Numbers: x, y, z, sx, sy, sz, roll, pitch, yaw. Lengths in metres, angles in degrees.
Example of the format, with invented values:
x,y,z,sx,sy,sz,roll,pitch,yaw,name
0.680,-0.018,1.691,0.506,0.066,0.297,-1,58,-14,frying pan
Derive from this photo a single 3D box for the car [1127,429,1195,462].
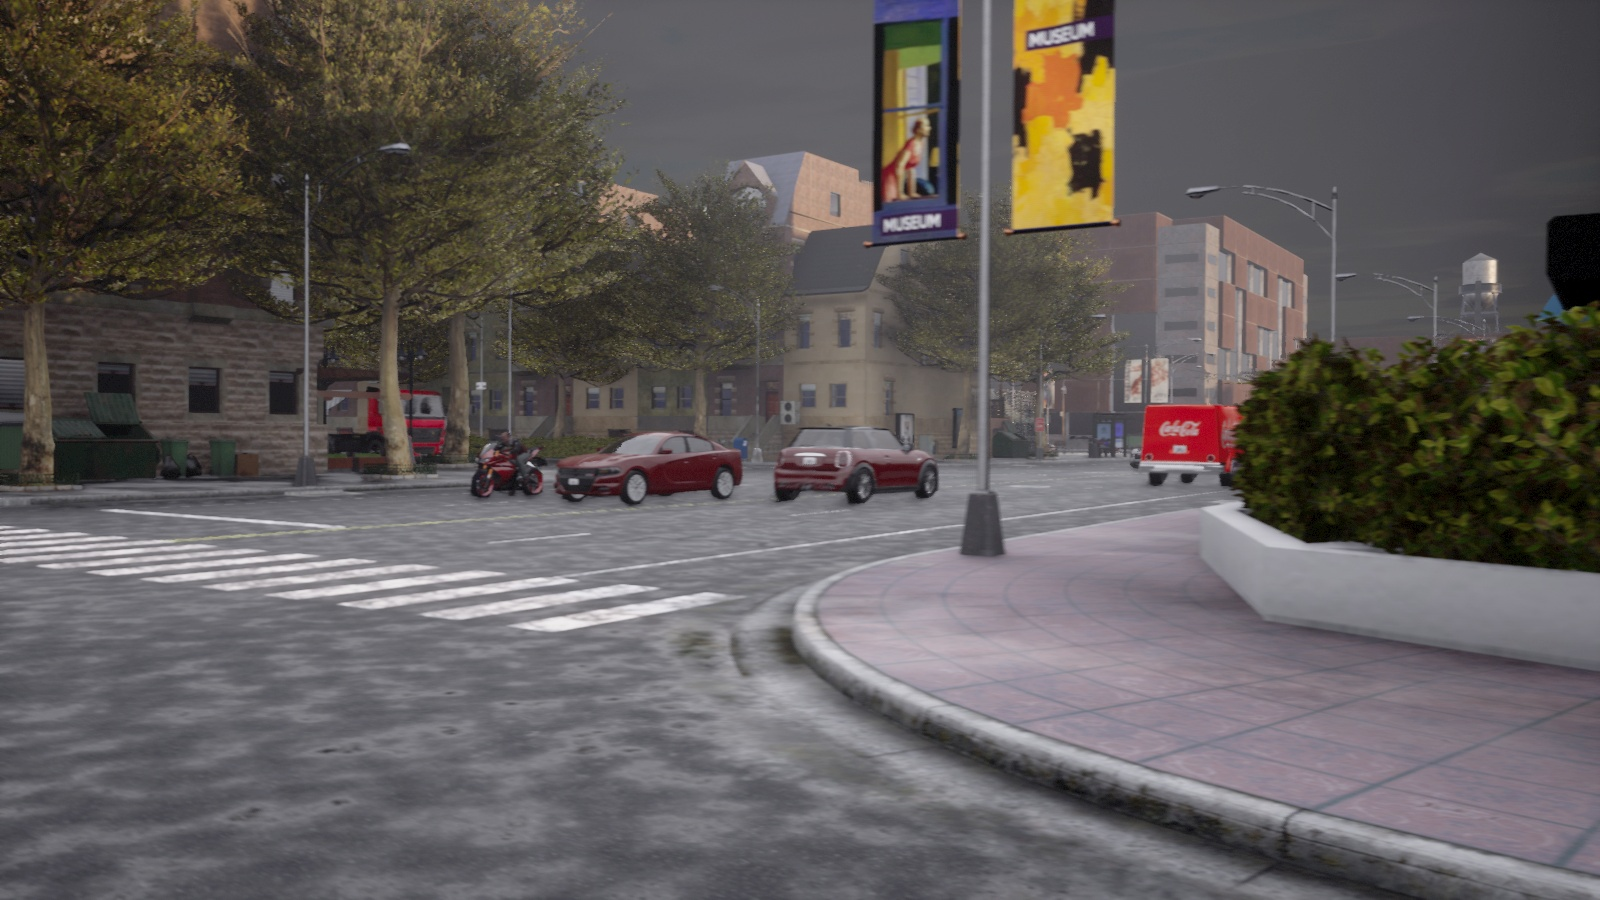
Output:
x,y,z,sx,sy,sz,roll,pitch,yaw,name
16.777,-0.220,58.248,1.970,1.475,3.806,0,1,34,car

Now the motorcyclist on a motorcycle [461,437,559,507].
x,y,z,sx,sy,sz,roll,pitch,yaw,name
-6.601,0.472,28.712,0.866,1.530,2.191,0,1,33,motorcyclist on a motorcycle

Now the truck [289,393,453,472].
x,y,z,sx,sy,sz,roll,pitch,yaw,name
-19.889,-0.776,58.081,7.936,3.462,2.891,0,1,33,truck

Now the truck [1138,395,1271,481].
x,y,z,sx,sy,sz,roll,pitch,yaw,name
12.708,-0.387,39.188,2.627,2.467,5.204,0,1,33,truck

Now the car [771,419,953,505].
x,y,z,sx,sy,sz,roll,pitch,yaw,name
1.495,0.214,28.330,2.097,1.767,4.553,0,1,33,car

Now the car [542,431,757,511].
x,y,z,sx,sy,sz,roll,pitch,yaw,name
-3.164,0.393,27.582,1.882,1.535,5.008,0,1,33,car
